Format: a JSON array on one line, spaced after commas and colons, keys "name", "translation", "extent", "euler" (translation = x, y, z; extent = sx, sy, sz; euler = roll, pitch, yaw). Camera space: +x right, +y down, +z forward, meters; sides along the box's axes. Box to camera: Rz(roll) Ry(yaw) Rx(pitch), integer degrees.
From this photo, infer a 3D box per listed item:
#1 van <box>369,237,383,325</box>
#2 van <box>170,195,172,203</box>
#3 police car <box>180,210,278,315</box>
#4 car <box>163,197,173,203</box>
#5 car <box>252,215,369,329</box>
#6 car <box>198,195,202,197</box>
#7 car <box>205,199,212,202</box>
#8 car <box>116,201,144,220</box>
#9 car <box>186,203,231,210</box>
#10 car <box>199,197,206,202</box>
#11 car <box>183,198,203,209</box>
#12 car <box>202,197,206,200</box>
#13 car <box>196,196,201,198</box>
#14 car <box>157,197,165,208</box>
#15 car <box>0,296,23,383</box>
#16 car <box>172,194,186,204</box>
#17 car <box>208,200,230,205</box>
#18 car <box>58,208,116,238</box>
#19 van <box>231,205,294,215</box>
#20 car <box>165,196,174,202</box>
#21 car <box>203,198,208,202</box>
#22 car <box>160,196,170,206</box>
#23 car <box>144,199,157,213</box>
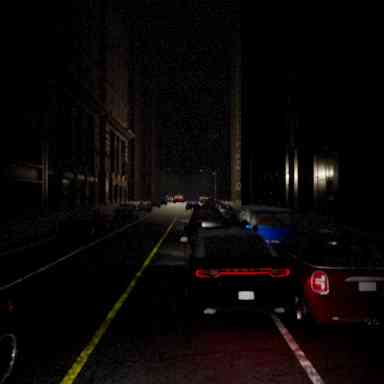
[{"name": "van", "translation": [2.679, 1.350, 1.400], "extent": [1.690, 1.788, 3.998], "euler": [1, 0, 0]}, {"name": "van", "translation": [-5.746, 1.677, 68.901], "extent": [1.690, 1.788, 3.998], "euler": [1, 0, 0]}, {"name": "police car", "translation": [0.764, 1.471, 7.933], "extent": [1.930, 1.638, 5.238], "euler": [0, 0, -2]}, {"name": "car", "translation": [-5.733, 1.947, 80.149], "extent": [1.947, 1.339, 4.313], "euler": [1, 0, 0]}, {"name": "car", "translation": [2.687, 1.481, 7.024], "extent": [1.967, 1.590, 4.097], "euler": [1, 0, 0]}, {"name": "car", "translation": [2.785, 1.903, 74.519], "extent": [1.887, 1.381, 4.507], "euler": [1, 0, 0]}, {"name": "car", "translation": [2.727, 1.732, 35.147], "extent": [1.887, 1.381, 4.507], "euler": [1, 0, 0]}, {"name": "car", "translation": [-5.807, 1.710, 29.529], "extent": [2.008, 1.369, 4.403], "euler": [1, 0, 0]}, {"name": "car", "translation": [0.768, 1.577, 17.860], "extent": [1.882, 1.535, 5.008], "euler": [0, 0, 0]}, {"name": "car", "translation": [2.810, 1.970, 91.393], "extent": [1.887, 1.381, 4.507], "euler": [1, 0, 0]}, {"name": "car", "translation": [0.096, 1.831, 44.215], "extent": [1.895, 1.301, 4.718], "euler": [0, 0, 1]}, {"name": "car", "translation": [2.744, 1.785, 46.396], "extent": [1.887, 1.381, 4.507], "euler": [1, 0, 0]}, {"name": "car", "translation": [0.084, 1.832, 56.345], "extent": [2.033, 1.411, 5.357], "euler": [0, 0, 0]}, {"name": "car", "translation": [-5.774, 1.847, 52.027], "extent": [1.802, 1.307, 4.206], "euler": [1, 0, 0]}, {"name": "car", "translation": [-3.098, 1.578, 2.446], "extent": [1.994, 1.385, 4.181], "euler": [0, 0, 0]}, {"name": "car", "translation": [-2.895, 1.571, 72.295], "extent": [2.150, 2.045, 5.566], "euler": [0, 0, 0]}, {"name": "car", "translation": [2.719, 1.710, 29.522], "extent": [2.008, 1.369, 4.403], "euler": [1, 0, 0]}, {"name": "car", "translation": [-5.823, 1.646, 18.281], "extent": [1.887, 1.381, 4.507], "euler": [1, 0, 0]}, {"name": "van", "translation": [2.696, 1.412, 12.650], "extent": [1.690, 1.788, 3.998], "euler": [1, 0, 0]}, {"name": "car", "translation": [-5.723, 1.844, 85.774], "extent": [1.967, 1.590, 4.097], "euler": [1, 0, 0]}, {"name": "car", "translation": [2.735, 1.759, 40.770], "extent": [1.887, 1.381, 4.507], "euler": [1, 0, 0]}, {"name": "car", "translation": [-5.756, 1.753, 63.277], "extent": [1.967, 1.590, 4.097], "euler": [1, 0, 0]}, {"name": "car", "translation": [-5.790, 1.739, 40.608], "extent": [1.752, 1.417, 4.829], "euler": [1, 0, 0]}]
